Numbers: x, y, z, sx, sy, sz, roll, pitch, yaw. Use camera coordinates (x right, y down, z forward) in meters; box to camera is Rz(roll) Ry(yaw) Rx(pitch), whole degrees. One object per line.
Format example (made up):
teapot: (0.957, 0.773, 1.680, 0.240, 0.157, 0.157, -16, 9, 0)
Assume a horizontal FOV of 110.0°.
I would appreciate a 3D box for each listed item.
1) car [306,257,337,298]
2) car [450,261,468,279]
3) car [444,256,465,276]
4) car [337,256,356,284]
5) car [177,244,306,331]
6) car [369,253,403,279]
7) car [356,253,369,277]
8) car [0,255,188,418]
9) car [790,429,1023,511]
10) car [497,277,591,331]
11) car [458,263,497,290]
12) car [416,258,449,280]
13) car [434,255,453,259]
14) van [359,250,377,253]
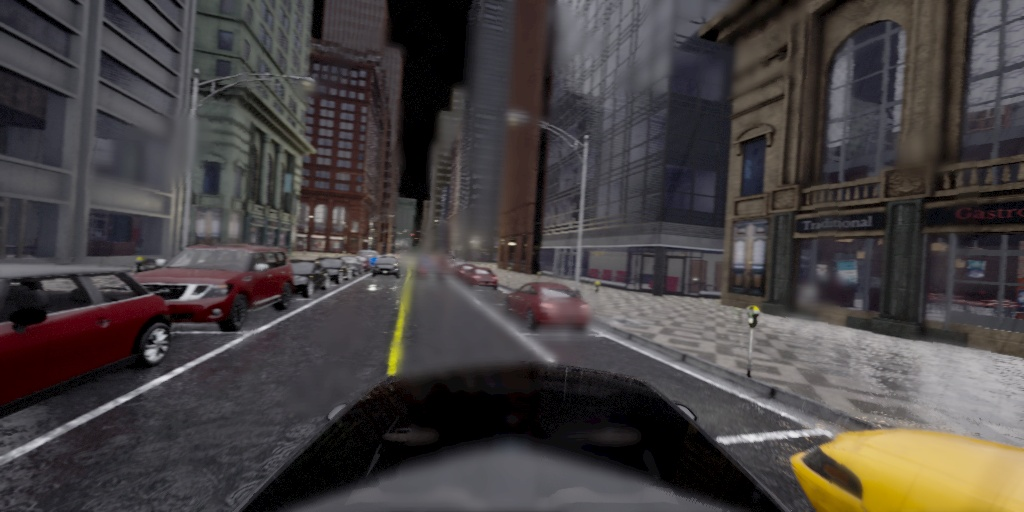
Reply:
car: (-8.722, 0.810, 14.512, 1.948, 1.339, 4.313, 0, 0, -15)
car: (-3.480, 1.259, 27.635, 1.802, 1.307, 4.207, 0, 0, -15)
car: (-4.961, 1.053, 33.072, 1.967, 1.591, 4.097, 0, 0, -15)
car: (-10.203, 0.745, 19.949, 1.948, 1.339, 4.313, 0, 0, -15)
car: (-7.241, 0.625, 9.073, 2.192, 1.841, 5.009, 0, 0, -15)
car: (-9.173, 0.793, 26.537, 1.837, 1.490, 4.892, 4, 0, -15)
car: (-11.685, 0.665, 25.387, 2.007, 1.370, 4.403, 0, 0, -15)
car: (-5.760, 0.816, 3.635, 1.967, 1.591, 4.097, 0, 0, -15)
car: (3.539, 1.434, 0.497, 1.801, 1.575, 5.366, 4, 0, -15)
car: (0.963, 1.455, 11.321, 1.802, 1.307, 4.207, 0, 0, -15)
car: (-1.999, 1.324, 22.196, 1.802, 1.307, 4.207, 0, 0, -15)
car: (-6.238, 1.093, 27.724, 1.895, 1.301, 4.718, 4, 0, -15)
car: (-7.924, 0.802, 43.946, 2.192, 1.841, 5.009, 0, 0, -15)
van: (-14.647, 0.328, 36.264, 1.690, 1.789, 3.998, 0, 0, -15)
